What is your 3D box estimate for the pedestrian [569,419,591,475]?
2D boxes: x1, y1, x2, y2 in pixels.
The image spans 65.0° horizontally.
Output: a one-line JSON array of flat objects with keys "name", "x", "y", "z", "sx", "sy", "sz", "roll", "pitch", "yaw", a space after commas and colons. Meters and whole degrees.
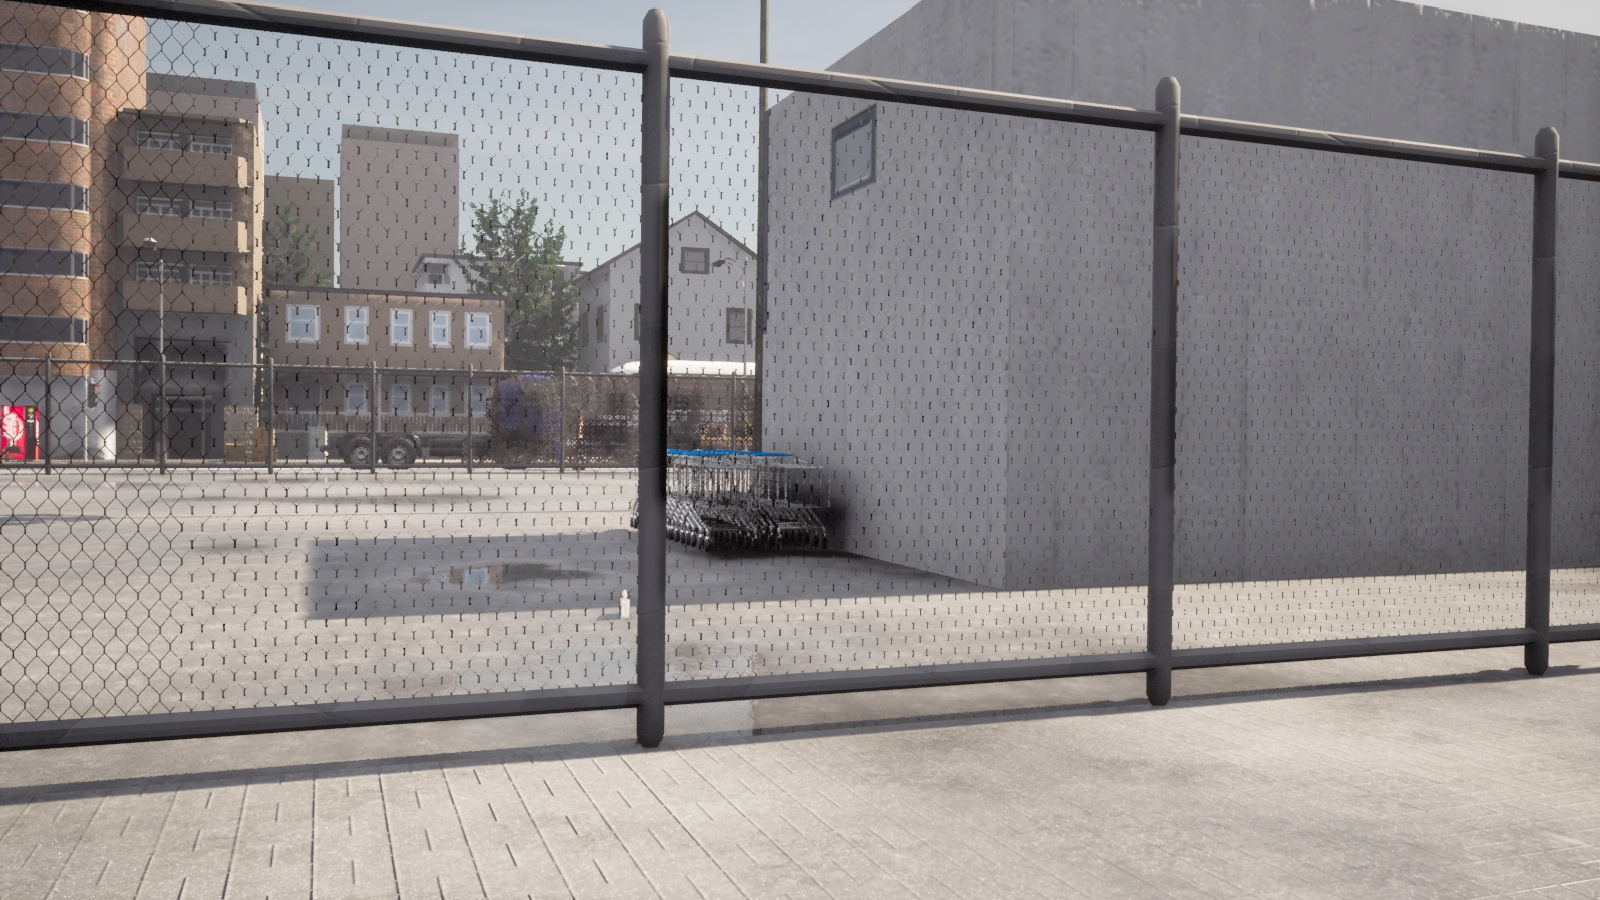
[{"name": "pedestrian", "x": -7.265, "y": -0.089, "z": 41.500, "sx": 0.594, "sy": 1.836, "sz": 0.345, "roll": 0, "pitch": 1, "yaw": 16}]

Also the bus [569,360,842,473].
[{"name": "bus", "x": -3.835, "y": -1.363, "z": 50.785, "sx": 10.273, "sy": 4.253, "sz": 3.944, "roll": -1, "pitch": 1, "yaw": -20}]

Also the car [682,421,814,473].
[{"name": "car", "x": -1.958, "y": -0.133, "z": 47.269, "sx": 4.605, "sy": 1.855, "sz": 1.932, "roll": -1, "pitch": 1, "yaw": -19}]

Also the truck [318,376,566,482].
[{"name": "truck", "x": -12.300, "y": -0.756, "z": 43.328, "sx": 7.936, "sy": 3.462, "sz": 2.891, "roll": -1, "pitch": 1, "yaw": -19}]
